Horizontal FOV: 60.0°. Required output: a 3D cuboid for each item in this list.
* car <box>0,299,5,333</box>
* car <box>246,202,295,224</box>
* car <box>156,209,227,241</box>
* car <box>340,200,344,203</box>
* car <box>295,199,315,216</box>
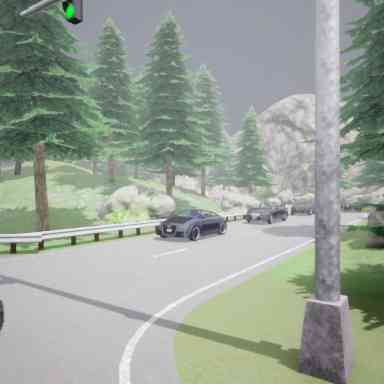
[{"bbox_3d":[-4.982,1.342,3.230,2.150,2.045,5.566,0,-1,35],"label":"car"},{"bbox_3d":[5.731,1.507,25.108,2.128,1.511,4.902,0,0,35],"label":"car"},{"bbox_3d":[0.084,1.579,16.921,1.994,1.385,4.181,0,0,35],"label":"car"},{"bbox_3d":[19.089,1.631,40.751,1.895,1.301,4.718,0,0,11],"label":"car"},{"bbox_3d":[11.316,1.520,33.664,1.837,1.490,4.892,0,0,28],"label":"car"}]
